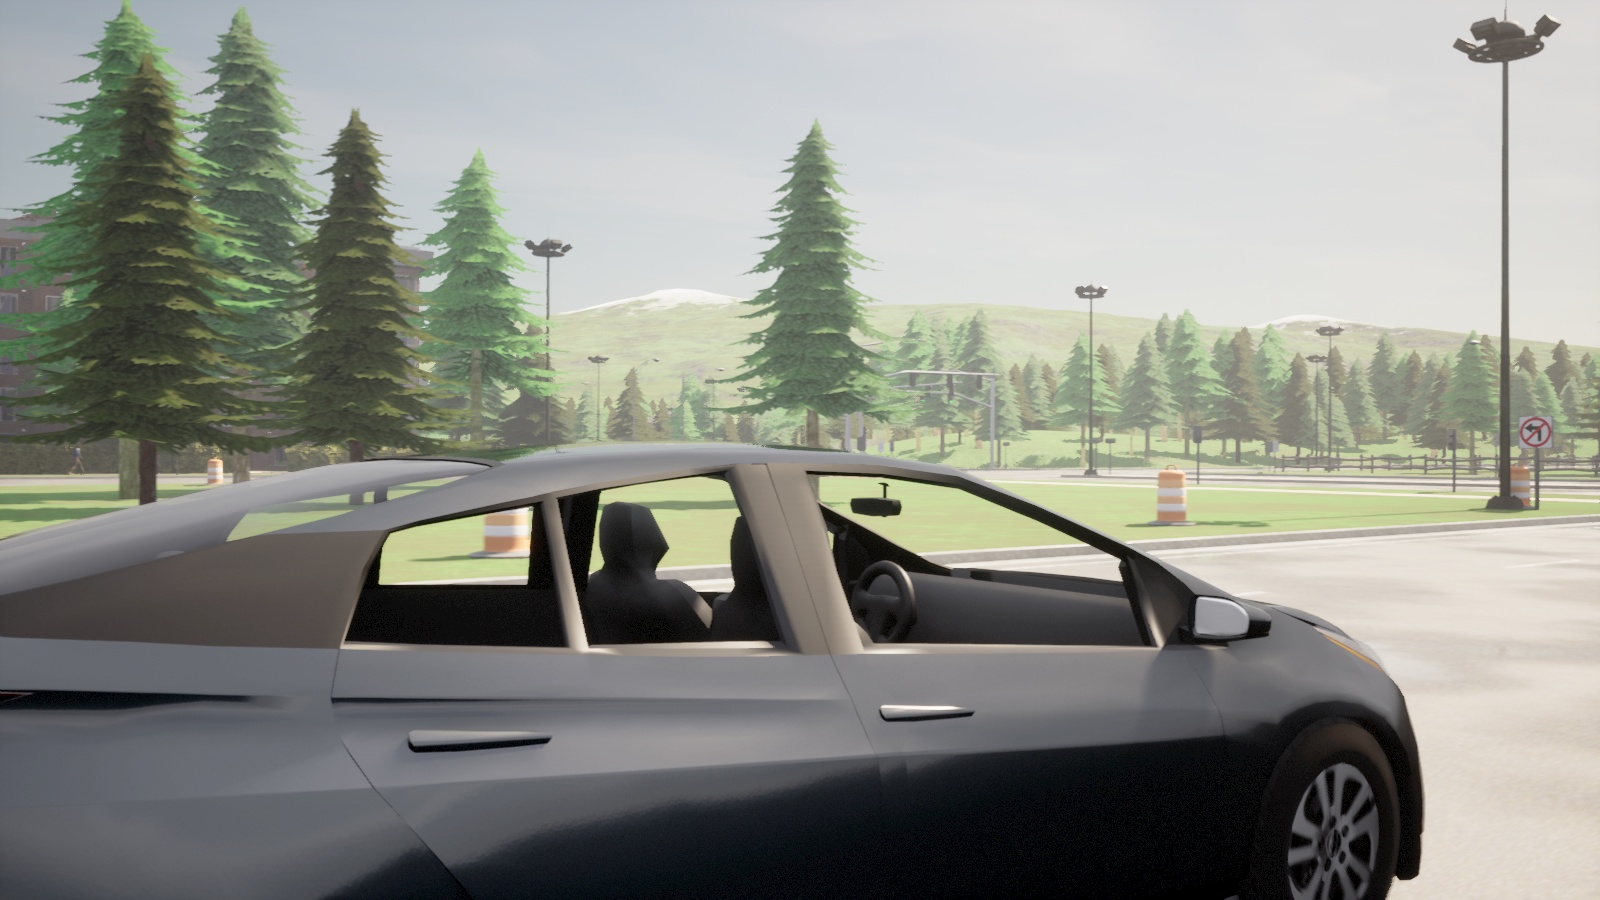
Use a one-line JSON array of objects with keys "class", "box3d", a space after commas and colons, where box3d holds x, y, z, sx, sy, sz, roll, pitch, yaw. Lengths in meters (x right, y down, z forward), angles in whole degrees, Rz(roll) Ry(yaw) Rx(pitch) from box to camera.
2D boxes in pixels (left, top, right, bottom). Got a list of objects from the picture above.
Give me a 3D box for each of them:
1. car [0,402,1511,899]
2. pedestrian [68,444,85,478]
[{"class": "car", "box3d": [-0.155, 0.701, 3.551, 4.514, 1.525, 2.007, 0, 0, -35]}, {"class": "pedestrian", "box3d": [-41.348, 0.637, 71.747, 0.788, 1.949, 0.423, 0, 0, -35]}]
